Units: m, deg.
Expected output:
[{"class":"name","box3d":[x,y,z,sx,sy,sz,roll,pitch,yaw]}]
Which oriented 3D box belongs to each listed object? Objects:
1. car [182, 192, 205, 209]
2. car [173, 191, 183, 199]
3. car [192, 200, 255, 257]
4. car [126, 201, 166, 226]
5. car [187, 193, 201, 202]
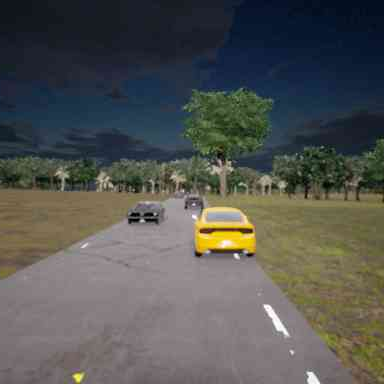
[{"class":"car","box3d":[0.227,0.906,34.144,1.837,1.490,4.892,0,1,1]},{"class":"car","box3d":[-2.443,0.523,61.521,1.837,1.490,4.892,0,1,1]},{"class":"car","box3d":[1.031,1.276,12.106,1.882,1.535,5.008,0,1,0]},{"class":"car","box3d":[-2.733,1.246,20.549,1.895,1.301,4.718,0,1,0]},{"class":"car","box3d":[0.301,0.780,48.781,1.895,1.301,4.718,0,1,1]}]
